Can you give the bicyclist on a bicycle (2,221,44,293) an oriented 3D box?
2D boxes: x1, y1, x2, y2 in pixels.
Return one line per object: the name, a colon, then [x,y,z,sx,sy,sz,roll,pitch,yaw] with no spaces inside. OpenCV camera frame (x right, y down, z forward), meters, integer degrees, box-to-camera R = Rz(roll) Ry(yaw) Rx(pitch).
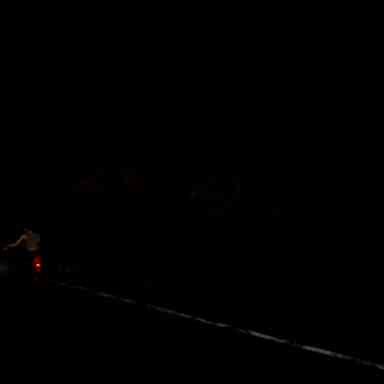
bicyclist on a bicycle: [-3.898,1.489,7.813,1.509,1.612,0.866,-1,0,36]
